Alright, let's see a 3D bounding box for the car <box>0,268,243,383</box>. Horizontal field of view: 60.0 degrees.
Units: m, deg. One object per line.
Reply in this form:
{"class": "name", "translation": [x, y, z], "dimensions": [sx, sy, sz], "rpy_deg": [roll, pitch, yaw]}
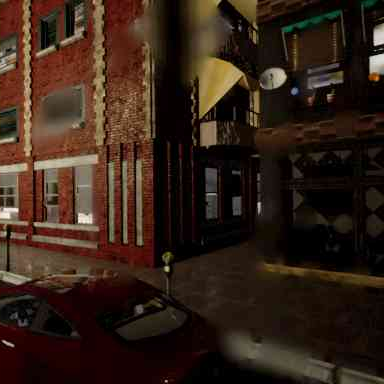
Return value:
{"class": "car", "translation": [-1.462, 1.585, 3.891], "dimensions": [4.206, 1.307, 1.802], "rpy_deg": [0, -1, 36]}
